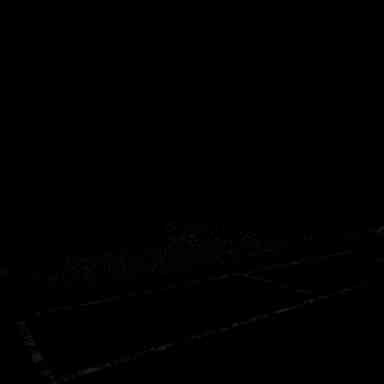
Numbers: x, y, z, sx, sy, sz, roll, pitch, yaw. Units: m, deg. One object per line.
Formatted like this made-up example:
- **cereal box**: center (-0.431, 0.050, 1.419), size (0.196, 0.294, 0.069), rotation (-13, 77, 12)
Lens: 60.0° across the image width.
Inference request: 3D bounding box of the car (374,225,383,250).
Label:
- **car**: center (8.860, 1.435, 12.956), size (4.097, 1.590, 1.967), rotation (0, -1, -35)
